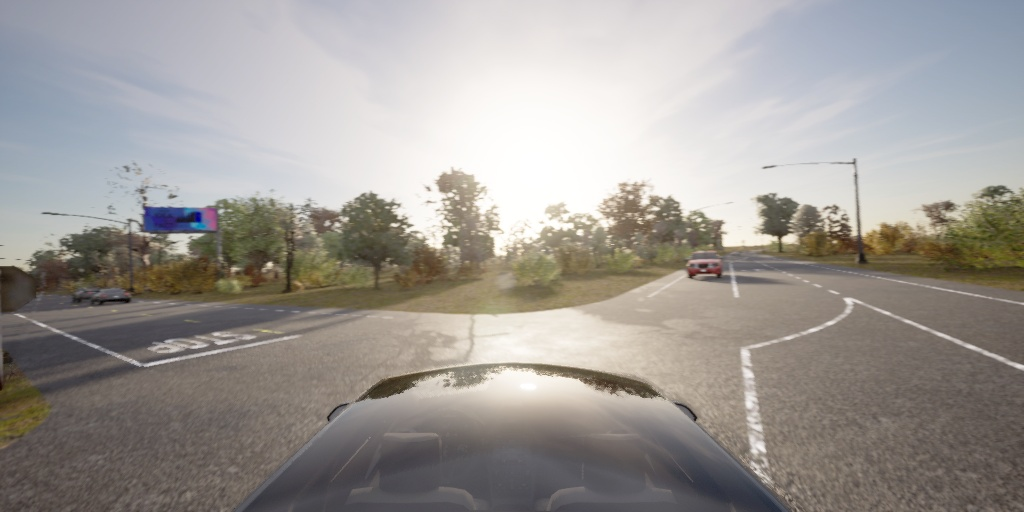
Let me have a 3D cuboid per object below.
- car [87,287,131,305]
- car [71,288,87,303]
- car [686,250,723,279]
[{"bbox_3d":[-36.131,3.609,32.287,4.181,1.385,1.994,-3,-1,33],"label":"car"},{"bbox_3d":[-44.516,4.040,37.679,4.902,1.511,2.128,-3,-1,33],"label":"car"},{"bbox_3d":[14.796,0.618,27.489,2.150,2.045,5.566,-4,-1,31],"label":"car"}]
